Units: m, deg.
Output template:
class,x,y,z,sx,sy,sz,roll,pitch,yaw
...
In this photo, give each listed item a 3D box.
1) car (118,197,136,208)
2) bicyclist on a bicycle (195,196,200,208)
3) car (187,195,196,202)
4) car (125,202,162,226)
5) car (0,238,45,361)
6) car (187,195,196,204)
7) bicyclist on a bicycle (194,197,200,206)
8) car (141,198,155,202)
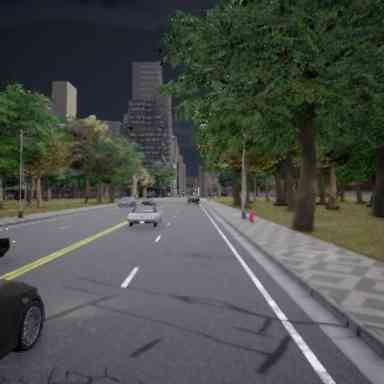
class,x,y,z,sx,sy,sz,roll,pitch,yaw
car,-9.845,1.485,50.493,2.097,1.767,4.553,0,0,0
bicyclist on a bicycle,0.865,1.488,47.310,0.659,1.776,1.843,0,0,0
car,-0.049,1.581,80.746,2.097,1.767,4.553,0,0,0
car,-3.164,1.627,23.265,1.895,1.301,4.718,0,0,0
car,-3.165,1.527,3.190,1.812,1.442,4.674,0,0,0
car,-0.043,1.743,70.310,1.837,1.490,4.892,0,0,0
bicyclist on a bicycle,0.858,1.603,56.751,0.866,1.612,1.509,0,0,0
car,-6.594,1.681,50.667,2.033,1.411,5.357,0,0,0
